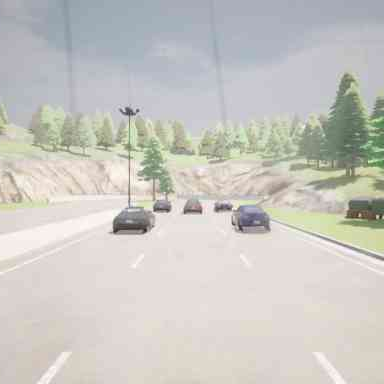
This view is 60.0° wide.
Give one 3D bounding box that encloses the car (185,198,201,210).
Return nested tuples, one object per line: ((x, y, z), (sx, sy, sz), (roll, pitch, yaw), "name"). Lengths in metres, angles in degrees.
((0.166, 1.547, 44.510), (2.033, 1.411, 5.357), (0, 0, 1), "car")

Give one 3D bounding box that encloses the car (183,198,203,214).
((0.108, 1.564, 35.267), (1.994, 1.385, 4.181), (0, 0, 0), "car")

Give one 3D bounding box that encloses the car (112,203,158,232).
((-3.394, 1.564, 19.944), (1.994, 1.385, 4.181), (0, 0, 0), "car")

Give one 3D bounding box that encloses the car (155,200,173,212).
((-3.389, 1.563, 38.668), (1.994, 1.385, 4.181), (0, 0, 0), "car")

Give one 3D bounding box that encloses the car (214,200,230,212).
((3.616, 1.601, 39.179), (1.895, 1.301, 4.718), (0, 0, 0), "car")

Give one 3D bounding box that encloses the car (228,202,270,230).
((3.606, 1.525, 20.735), (1.812, 1.442, 4.674), (0, 0, 0), "car")
